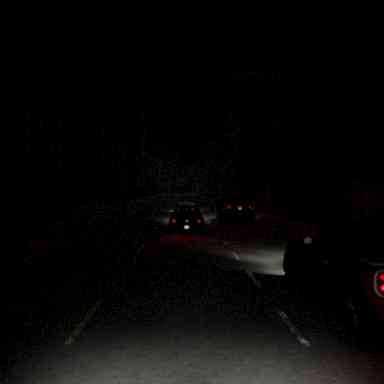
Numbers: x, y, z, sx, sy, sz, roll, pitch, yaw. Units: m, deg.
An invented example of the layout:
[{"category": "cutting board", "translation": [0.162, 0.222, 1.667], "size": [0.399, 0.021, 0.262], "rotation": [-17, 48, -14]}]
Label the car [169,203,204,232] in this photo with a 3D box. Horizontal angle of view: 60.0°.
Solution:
[{"category": "car", "translation": [-0.323, 1.541, 19.582], "size": [1.895, 1.301, 4.718], "rotation": [0, 0, -1]}]

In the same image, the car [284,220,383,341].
[{"category": "car", "translation": [3.413, 1.323, 6.655], "size": [2.097, 1.767, 4.553], "rotation": [0, 0, -1]}]

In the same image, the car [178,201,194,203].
[{"category": "car", "translation": [-0.576, 1.507, 30.841], "size": [1.895, 1.301, 4.718], "rotation": [0, 0, -1]}]

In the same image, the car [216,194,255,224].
[{"category": "car", "translation": [3.072, 1.140, 24.339], "size": [2.150, 2.045, 5.566], "rotation": [0, 0, -1]}]

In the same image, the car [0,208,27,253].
[{"category": "car", "translation": [-7.320, 1.336, 10.808], "size": [2.097, 1.767, 4.553], "rotation": [0, 0, -1]}]
